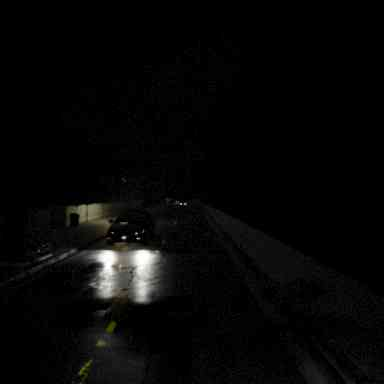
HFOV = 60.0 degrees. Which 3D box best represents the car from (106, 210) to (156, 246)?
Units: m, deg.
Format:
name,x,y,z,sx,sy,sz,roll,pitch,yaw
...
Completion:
name,x,y,z,sx,sy,sz,roll,pitch,yaw
car,-2.849,1.685,16.358,1.837,1.490,4.892,0,-1,0
